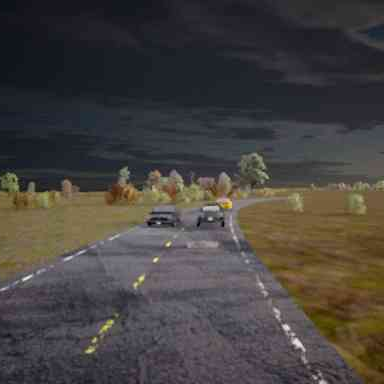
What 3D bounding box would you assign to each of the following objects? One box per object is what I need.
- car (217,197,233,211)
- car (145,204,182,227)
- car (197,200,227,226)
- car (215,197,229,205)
[{"bbox_3d":[3.993,1.520,41.665,1.882,1.535,5.008,0,0,10],"label":"car"},{"bbox_3d":[-1.829,1.573,23.478,2.033,1.411,5.357,0,0,6],"label":"car"},{"bbox_3d":[1.430,1.557,23.719,1.812,1.442,4.674,0,0,6],"label":"car"},{"bbox_3d":[5.759,1.633,63.513,1.994,1.385,4.181,0,0,16],"label":"car"}]
